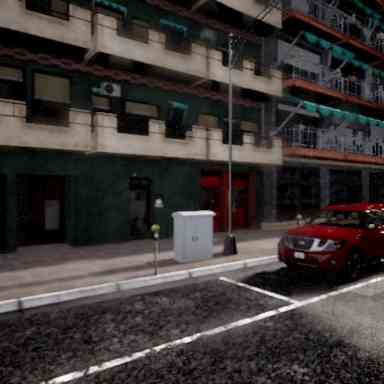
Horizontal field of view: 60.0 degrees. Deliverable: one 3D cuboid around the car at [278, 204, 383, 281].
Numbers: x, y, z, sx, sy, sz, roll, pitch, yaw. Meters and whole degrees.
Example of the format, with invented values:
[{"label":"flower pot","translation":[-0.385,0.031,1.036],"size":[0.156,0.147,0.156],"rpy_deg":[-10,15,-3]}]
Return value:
[{"label":"car","translation":[4.803,1.299,9.990],"size":[5.009,1.841,2.192],"rpy_deg":[0,0,-36]}]
